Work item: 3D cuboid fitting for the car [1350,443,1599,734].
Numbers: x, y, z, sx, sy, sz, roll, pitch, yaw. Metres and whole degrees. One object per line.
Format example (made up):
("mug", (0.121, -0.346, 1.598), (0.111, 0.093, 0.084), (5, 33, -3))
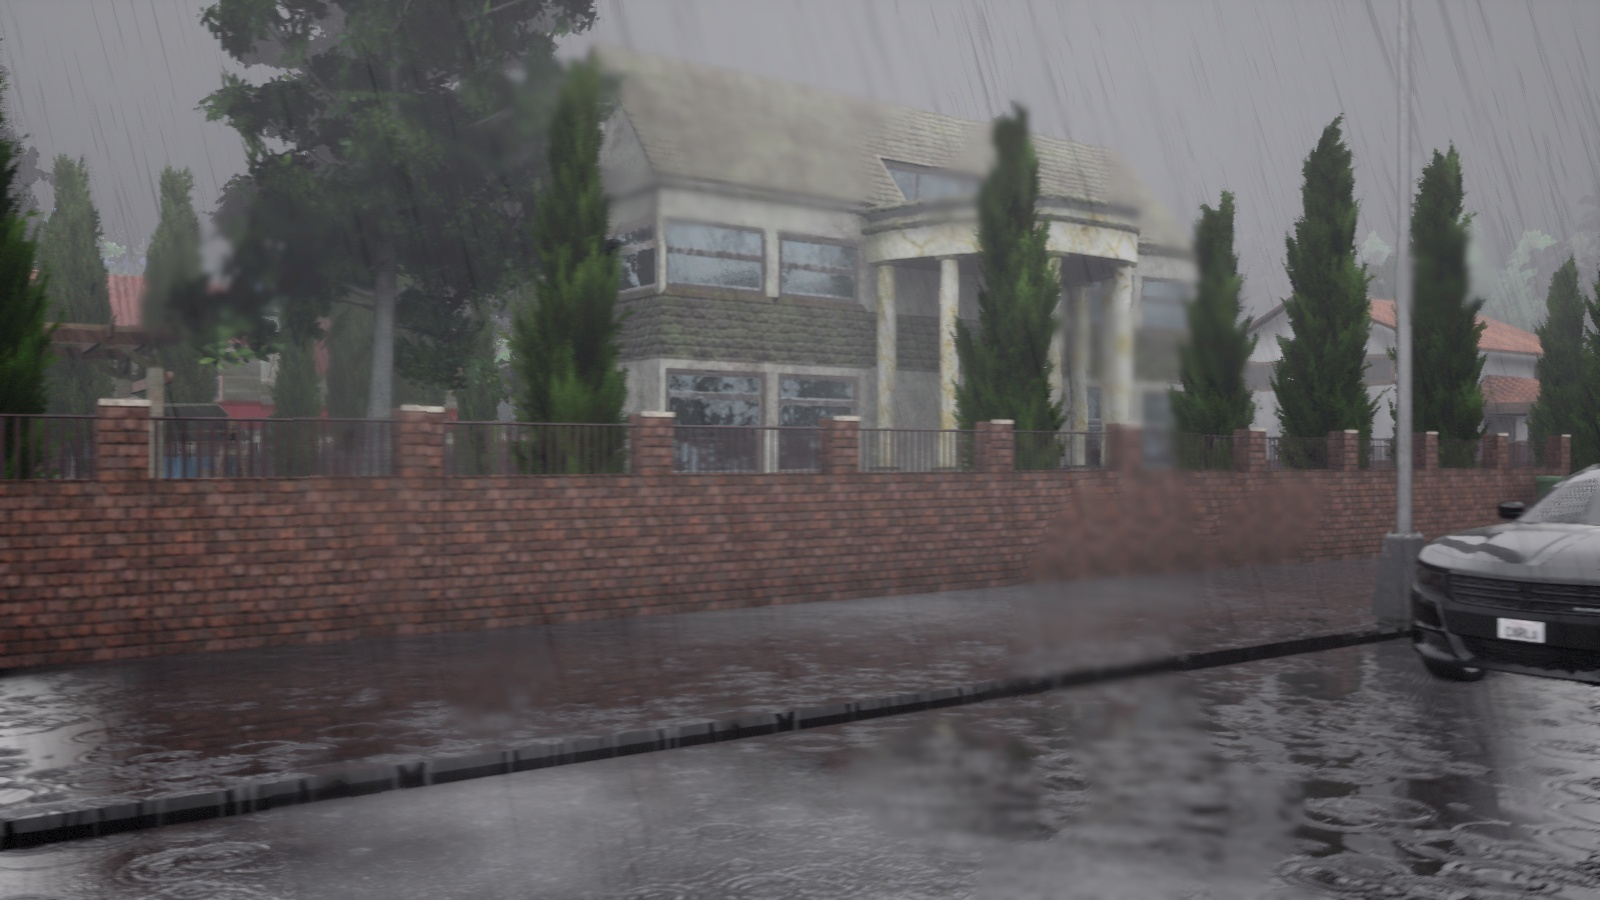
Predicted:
("car", (6.005, 0.730, 8.448), (5.008, 1.535, 1.882), (0, 0, -35))
